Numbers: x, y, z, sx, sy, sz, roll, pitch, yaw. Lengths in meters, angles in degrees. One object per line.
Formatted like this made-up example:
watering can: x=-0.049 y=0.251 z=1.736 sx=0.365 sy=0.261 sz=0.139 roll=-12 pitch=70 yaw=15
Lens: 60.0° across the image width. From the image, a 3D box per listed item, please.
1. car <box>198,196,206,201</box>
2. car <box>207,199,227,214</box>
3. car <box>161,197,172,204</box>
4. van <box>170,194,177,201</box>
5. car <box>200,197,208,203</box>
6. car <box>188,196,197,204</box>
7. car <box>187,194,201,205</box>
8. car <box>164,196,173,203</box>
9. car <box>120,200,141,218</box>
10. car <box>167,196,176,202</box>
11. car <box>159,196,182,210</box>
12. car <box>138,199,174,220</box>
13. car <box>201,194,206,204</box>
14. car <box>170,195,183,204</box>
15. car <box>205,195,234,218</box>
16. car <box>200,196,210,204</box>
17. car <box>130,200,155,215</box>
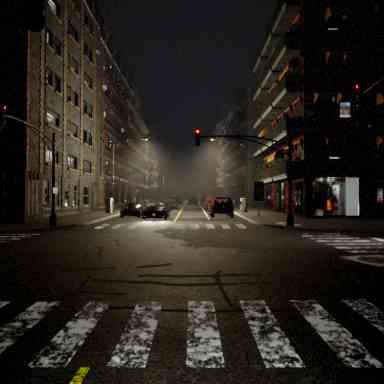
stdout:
car: x=2.709 y=1.814 z=91.318 sx=1.947 sy=1.339 sz=4.313 roll=1 pitch=0 yaw=0
car: x=2.633 y=1.540 z=35.873 sx=1.752 sy=1.417 sz=4.829 roll=1 pitch=0 yaw=0
car: x=-5.203 y=1.667 z=69.042 sx=2.008 sy=1.369 sz=4.403 roll=1 pitch=0 yaw=0
van: x=-5.168 y=1.589 z=91.298 sx=1.690 sy=1.788 sz=3.998 roll=1 pitch=0 yaw=0
car: x=2.685 y=1.729 z=74.626 sx=1.802 sy=1.307 sz=4.206 roll=1 pitch=0 yaw=0
car: x=0.173 y=1.601 z=70.329 sx=1.882 sy=1.535 sz=5.008 roll=0 pitch=0 yaw=0
car: x=0.192 y=1.550 z=59.889 sx=1.882 sy=1.535 sz=5.008 roll=0 pitch=0 yaw=0
car: x=-5.195 y=1.671 z=74.434 sx=1.752 sy=1.417 sz=4.829 roll=1 pitch=0 yaw=0
car: x=-5.255 y=1.577 z=30.109 sx=1.947 sy=1.339 sz=4.313 roll=1 pitch=0 yaw=0
car: x=-5.179 y=1.764 z=85.733 sx=2.008 sy=1.369 sz=4.403 roll=1 pitch=0 yaw=0
car: x=-2.779 y=1.572 z=43.788 sx=2.033 sy=1.411 sz=5.357 roll=0 pitch=0 yaw=0
car: x=-2.862 y=1.573 z=27.608 sx=1.994 sy=1.385 sz=4.181 roll=0 pitch=0 yaw=2
car: x=2.644 y=1.336 z=41.269 sx=2.192 sy=1.841 sz=5.009 roll=1 pitch=0 yaw=0
car: x=-2.704 y=1.550 z=59.891 sx=1.882 sy=1.535 sz=5.008 roll=0 pitch=0 yaw=1
car: x=2.629 y=1.326 z=30.144 sx=2.192 sy=1.841 sz=5.009 roll=1 pitch=0 yaw=0
car: x=2.679 y=1.557 z=69.067 sx=1.967 sy=1.590 sz=4.097 roll=1 pitch=0 yaw=0
car: x=-5.247 y=1.581 z=35.671 sx=1.947 sy=1.339 sz=4.313 roll=1 pitch=0 yaw=0
